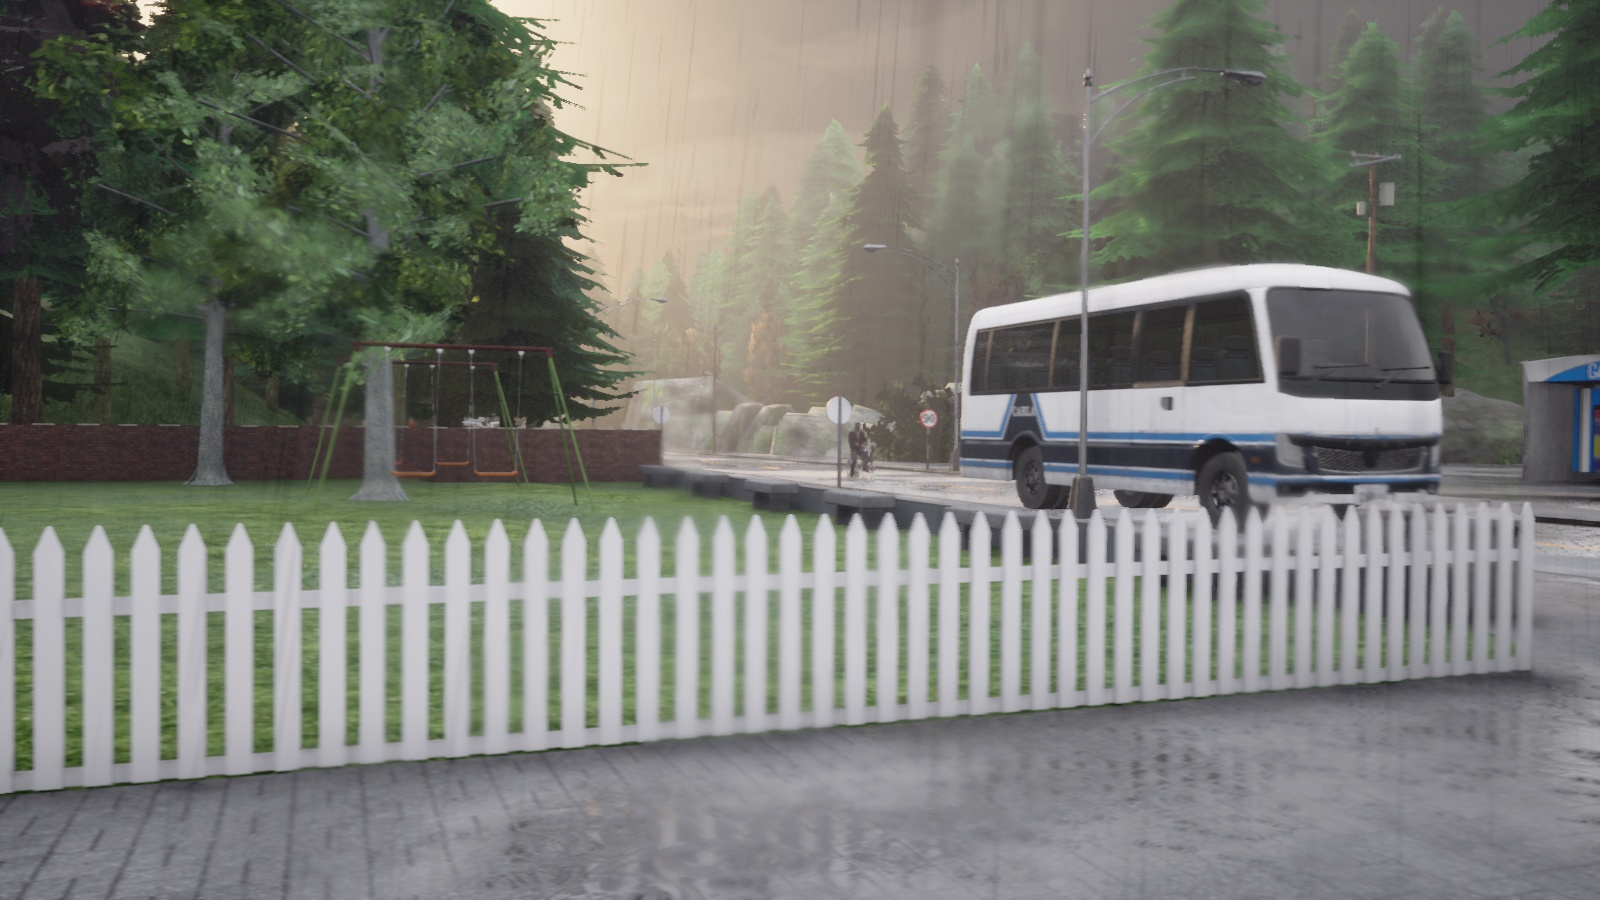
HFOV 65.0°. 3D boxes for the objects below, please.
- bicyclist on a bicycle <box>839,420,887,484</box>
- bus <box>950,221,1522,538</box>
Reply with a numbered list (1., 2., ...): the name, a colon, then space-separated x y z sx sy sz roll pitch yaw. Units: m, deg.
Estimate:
1. bicyclist on a bicycle: 1.793 0.043 35.907 0.659 1.776 1.843 -1 1 -20
2. bus: 6.839 -1.039 22.355 3.944 4.253 10.273 -1 1 -20
